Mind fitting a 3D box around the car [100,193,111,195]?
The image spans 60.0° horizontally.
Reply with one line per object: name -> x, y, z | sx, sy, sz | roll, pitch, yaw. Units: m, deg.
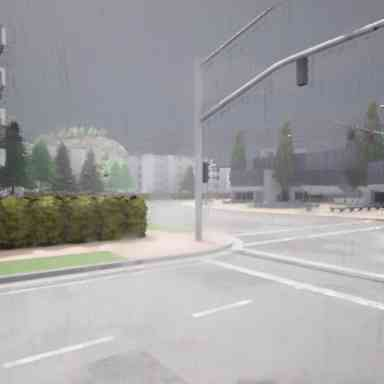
car -> -14.567, 1.251, 55.301 | 2.150, 2.045, 5.566 | 0, 0, -5
